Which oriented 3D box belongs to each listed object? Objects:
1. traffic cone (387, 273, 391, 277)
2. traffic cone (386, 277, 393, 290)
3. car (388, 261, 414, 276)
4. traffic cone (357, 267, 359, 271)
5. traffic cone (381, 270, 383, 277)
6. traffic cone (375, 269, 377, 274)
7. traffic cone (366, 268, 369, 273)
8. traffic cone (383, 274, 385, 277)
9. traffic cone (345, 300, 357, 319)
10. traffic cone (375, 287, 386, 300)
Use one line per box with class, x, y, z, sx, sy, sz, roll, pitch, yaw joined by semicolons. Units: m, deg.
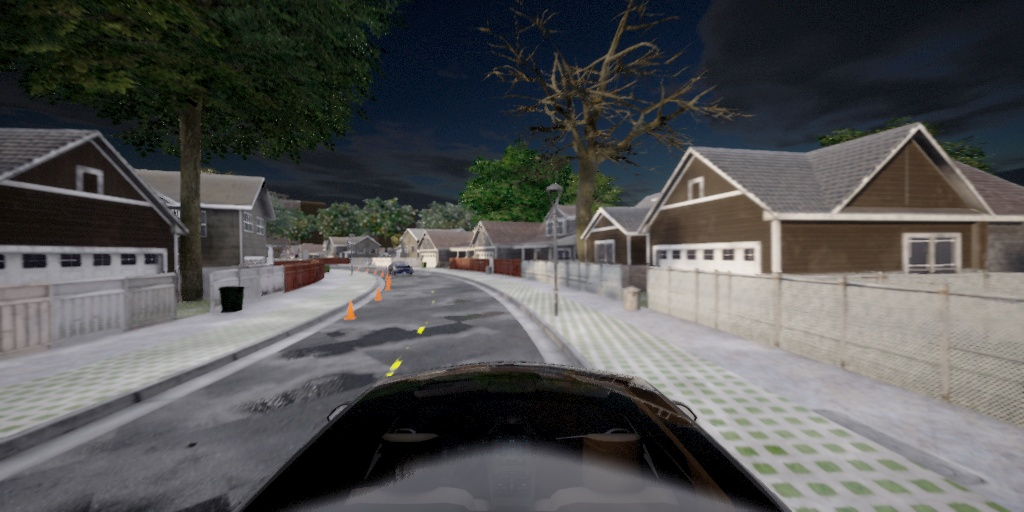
traffic cone;-8.718;1.688;25.670;0.340;0.580;0.340;0;0;-19
traffic cone;-7.256;1.695;21.050;0.340;0.580;0.340;0;0;-16
car;-11.510;1.251;36.855;2.033;1.411;5.357;-1;0;-27
traffic cone;-20.124;1.717;46.941;0.340;0.580;0.340;0;0;-37
traffic cone;-12.485;1.687;34.595;0.340;0.580;0.340;0;0;-26
traffic cone;-14.774;1.693;38.865;0.340;0.580;0.340;0;0;-30
traffic cone;-17.325;1.703;42.987;0.340;0.580;0.340;0;0;-34
traffic cone;-10.463;1.686;30.191;0.340;0.580;0.340;0;0;-23
traffic cone;-5.202;1.723;11.583;0.340;0.580;0.340;0;0;-9
traffic cone;-6.083;1.707;16.348;0.340;0.580;0.340;0;0;-12
